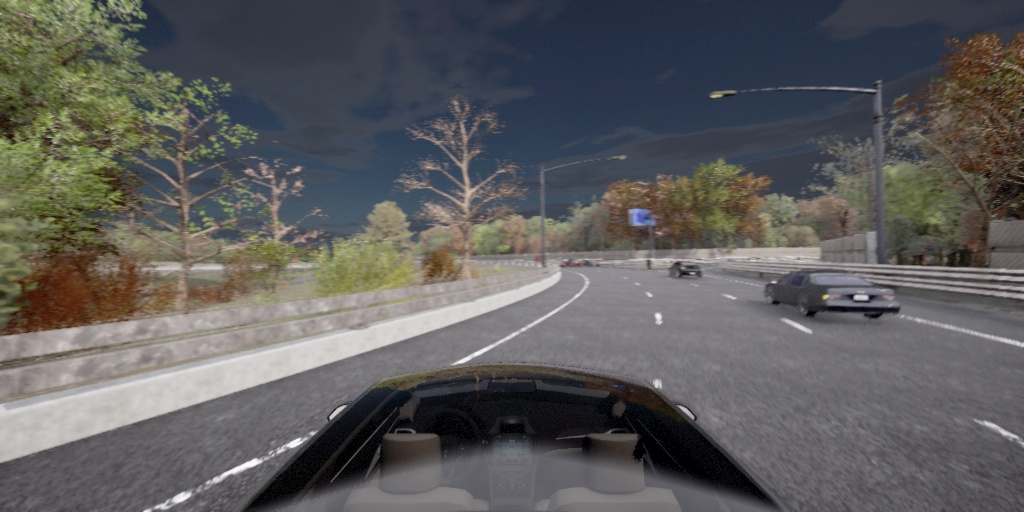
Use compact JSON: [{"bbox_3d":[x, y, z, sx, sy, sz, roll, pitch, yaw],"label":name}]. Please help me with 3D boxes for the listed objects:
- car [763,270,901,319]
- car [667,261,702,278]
[{"bbox_3d":[10.407,1.181,12.212,2.033,1.411,5.357,-1,0,19],"label":"car"},{"bbox_3d":[15.351,1.210,32.160,1.837,1.490,4.892,0,-1,9],"label":"car"}]
